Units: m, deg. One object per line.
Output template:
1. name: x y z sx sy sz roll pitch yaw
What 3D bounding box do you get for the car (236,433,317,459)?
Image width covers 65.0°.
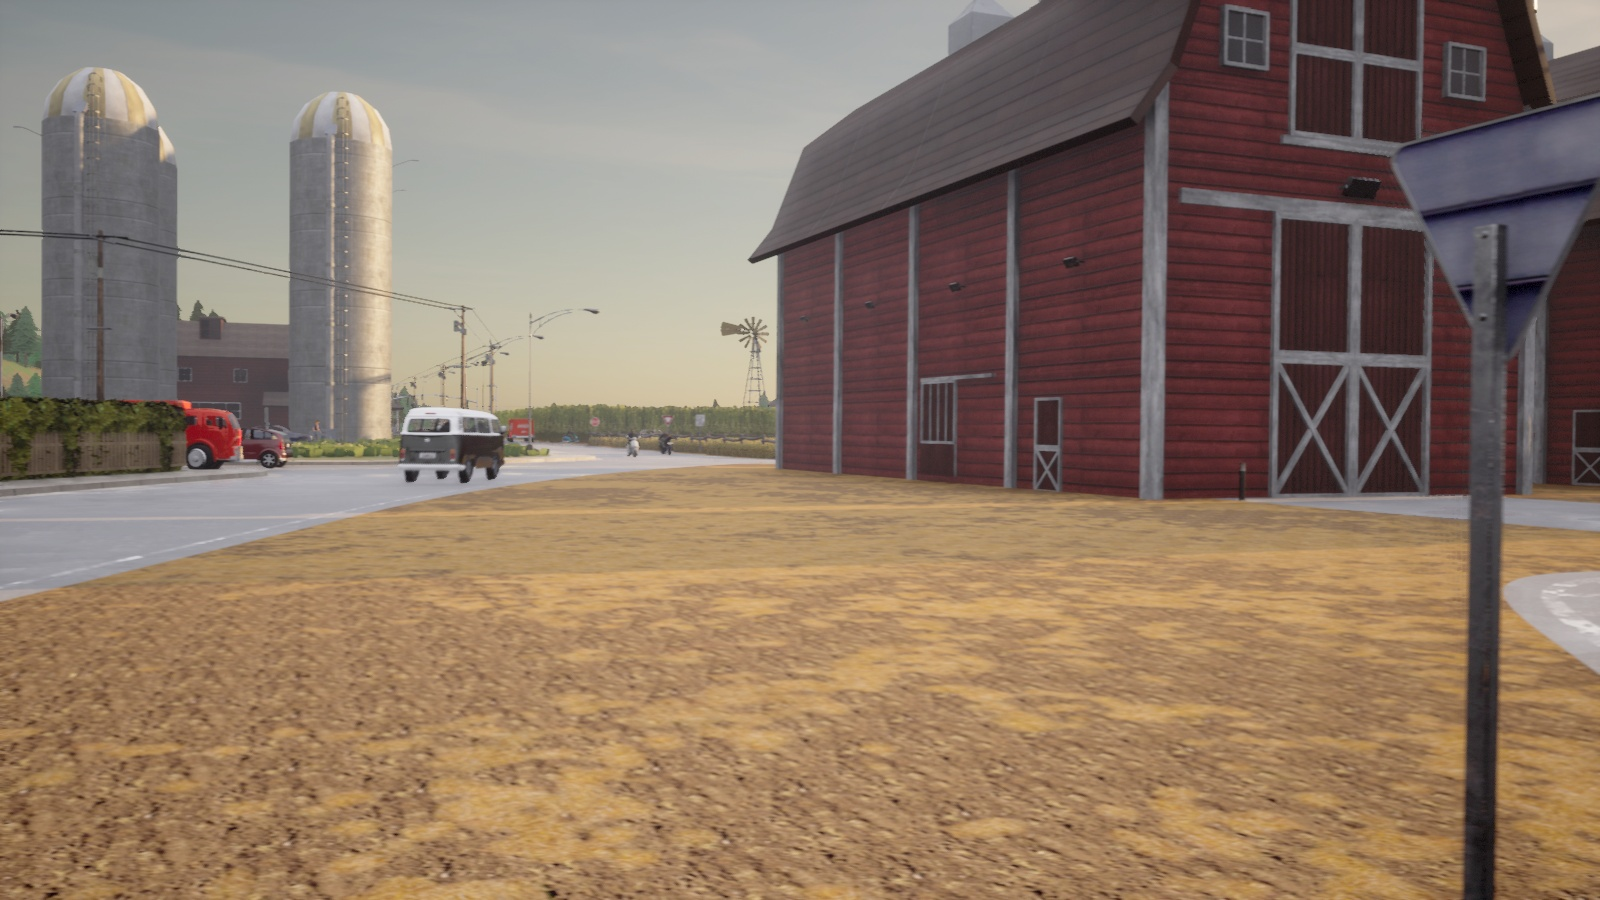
1. car: -35.558 -0.285 85.367 5.027 1.651 2.152 -1 1 -22

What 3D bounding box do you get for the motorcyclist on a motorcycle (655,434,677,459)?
1. motorcyclist on a motorcycle: -8.289 -0.225 77.588 0.866 1.530 2.191 -1 1 -21

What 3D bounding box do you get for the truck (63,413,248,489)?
1. truck: -22.183 -0.012 43.521 5.204 2.467 2.627 -1 1 -14

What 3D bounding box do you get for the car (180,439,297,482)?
1. car: -21.227 0.374 47.583 3.705 1.549 1.789 -1 1 -10

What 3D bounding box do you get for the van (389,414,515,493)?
1. van: -9.682 0.066 35.338 2.069 2.038 4.480 -1 1 3

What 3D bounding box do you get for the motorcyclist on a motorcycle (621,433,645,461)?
1. motorcyclist on a motorcycle: -9.471 -0.184 71.132 0.866 1.590 1.817 -1 1 -23
